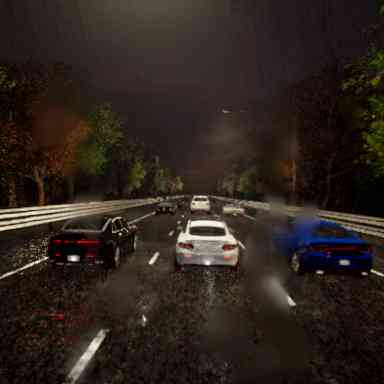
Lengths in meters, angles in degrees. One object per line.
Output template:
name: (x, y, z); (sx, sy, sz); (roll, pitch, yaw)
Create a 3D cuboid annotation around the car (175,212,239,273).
car: (0.460, 1.619, 11.037); (1.812, 1.442, 4.674); (2, 0, 1)

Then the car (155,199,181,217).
car: (-2.619, 1.713, 34.163); (2.033, 1.411, 5.357); (2, 0, 1)

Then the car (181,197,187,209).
car: (-2.327, 1.826, 50.157); (2.033, 1.411, 5.357); (2, 0, 1)

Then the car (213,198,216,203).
car: (5.413, 2.216, 90.565); (1.882, 1.535, 5.008); (2, 0, 1)

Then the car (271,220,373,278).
car: (3.958, 1.671, 10.992); (1.882, 1.535, 5.008); (2, 0, 1)

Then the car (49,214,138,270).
car: (-3.039, 1.501, 11.102); (1.837, 1.490, 4.892); (2, 0, 1)

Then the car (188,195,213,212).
car: (0.999, 1.531, 40.148); (2.150, 2.045, 5.566); (2, 0, 1)

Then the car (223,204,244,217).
car: (4.413, 1.981, 36.037); (1.895, 1.301, 4.718); (2, 0, 1)
